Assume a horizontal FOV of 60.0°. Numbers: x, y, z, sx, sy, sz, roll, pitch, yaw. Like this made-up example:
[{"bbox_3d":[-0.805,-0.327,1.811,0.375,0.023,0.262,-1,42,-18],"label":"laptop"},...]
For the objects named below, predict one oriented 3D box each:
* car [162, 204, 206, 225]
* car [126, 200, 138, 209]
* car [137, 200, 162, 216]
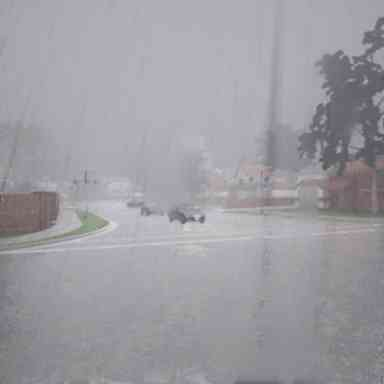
[{"bbox_3d":[-0.484,1.748,27.053,2.128,1.511,4.902,-1,0,-21],"label":"car"},{"bbox_3d":[-9.917,2.137,59.210,1.837,1.490,4.892,0,-1,-41],"label":"car"},{"bbox_3d":[-4.443,1.914,37.297,1.812,1.442,4.674,-1,-1,-21],"label":"car"}]
